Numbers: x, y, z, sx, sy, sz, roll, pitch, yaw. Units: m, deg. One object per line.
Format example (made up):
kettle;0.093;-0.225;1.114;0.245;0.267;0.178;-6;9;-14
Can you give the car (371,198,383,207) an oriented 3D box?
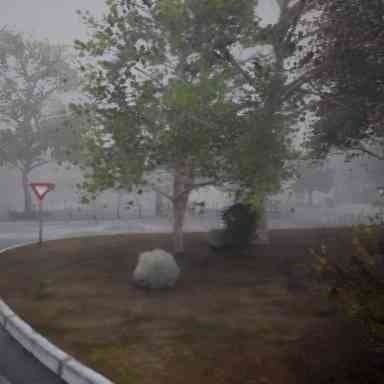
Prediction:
car;27.743;1.562;48.534;1.994;1.385;4.181;0;0;11
